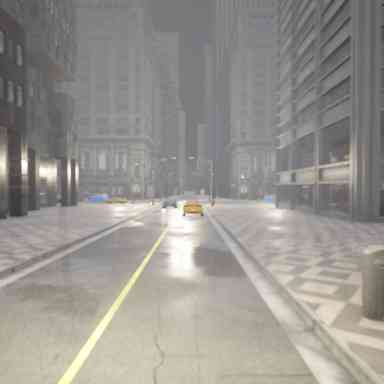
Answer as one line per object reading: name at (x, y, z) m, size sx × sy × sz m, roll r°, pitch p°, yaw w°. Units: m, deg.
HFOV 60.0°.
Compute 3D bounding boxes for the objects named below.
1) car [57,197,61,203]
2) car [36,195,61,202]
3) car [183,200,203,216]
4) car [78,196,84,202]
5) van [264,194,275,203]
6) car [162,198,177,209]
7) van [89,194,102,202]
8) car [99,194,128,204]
car at (-25.404, 1.602, 63.732) m, size 4.507 × 1.381 × 1.887 m, roll 0°, pitch 1°, yaw 0°
car at (-31.082, 1.458, 72.233) m, size 4.507 × 1.381 × 1.887 m, roll 0°, pitch 1°, yaw 0°
car at (0.086, 1.484, 33.007) m, size 1.882 × 1.535 × 5.008 m, roll 0°, pitch 0°, yaw 0°
car at (-25.669, 1.494, 72.255) m, size 4.313 × 1.339 × 1.947 m, roll 0°, pitch 1°, yaw 0°
van at (17.728, 1.409, 72.444) m, size 3.998 × 1.788 × 1.690 m, roll 0°, pitch 1°, yaw 0°
car at (-3.024, 1.551, 46.591) m, size 1.812 × 1.442 × 4.674 m, roll 0°, pitch 0°, yaw 0°
van at (-20.256, 1.285, 72.274) m, size 3.998 × 1.788 × 1.690 m, roll 0°, pitch 1°, yaw 0°
car at (-14.654, 1.615, 63.769) m, size 4.829 × 1.417 × 1.752 m, roll 0°, pitch 1°, yaw 0°
